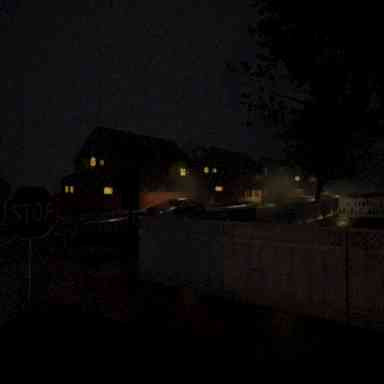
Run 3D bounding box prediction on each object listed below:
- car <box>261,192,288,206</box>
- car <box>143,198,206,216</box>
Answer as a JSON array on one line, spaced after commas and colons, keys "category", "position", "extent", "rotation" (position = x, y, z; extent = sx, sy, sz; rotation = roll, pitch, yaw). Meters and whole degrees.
[{"category": "car", "position": [9.822, 0.816, 39.373], "extent": [1.882, 1.535, 5.008], "rotation": [2, 2, 35]}, {"category": "car", "position": [-1.082, 1.171, 23.947], "extent": [2.033, 1.411, 5.357], "rotation": [2, 2, 35]}]
